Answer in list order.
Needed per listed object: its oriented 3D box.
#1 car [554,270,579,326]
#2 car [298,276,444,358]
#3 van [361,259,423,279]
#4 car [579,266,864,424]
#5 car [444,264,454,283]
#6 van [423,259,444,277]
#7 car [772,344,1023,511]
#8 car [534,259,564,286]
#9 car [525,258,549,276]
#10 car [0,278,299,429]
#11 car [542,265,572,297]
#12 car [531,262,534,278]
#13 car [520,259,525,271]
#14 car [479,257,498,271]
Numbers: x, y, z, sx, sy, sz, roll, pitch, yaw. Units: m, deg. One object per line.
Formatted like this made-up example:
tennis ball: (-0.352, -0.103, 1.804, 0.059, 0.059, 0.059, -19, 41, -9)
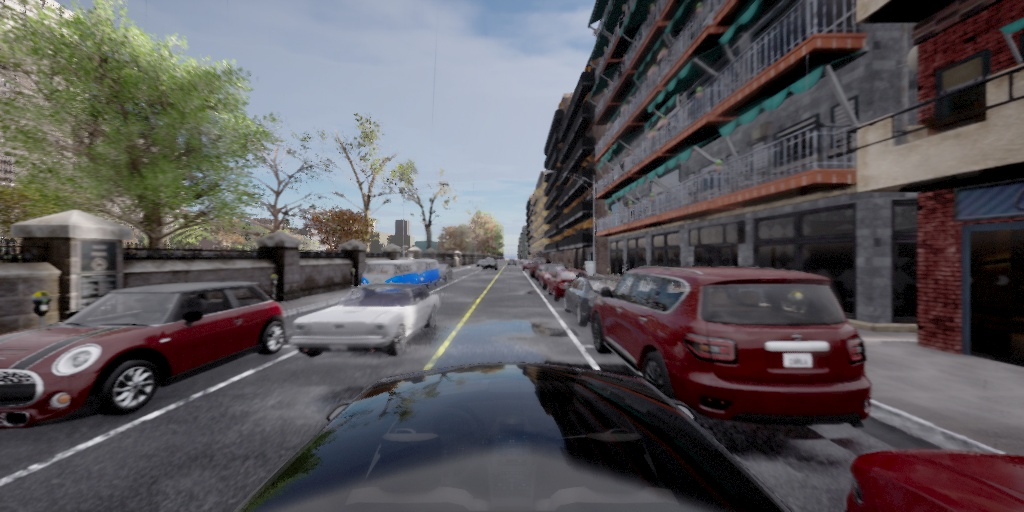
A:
car: (2.694, 1.301, 11.397, 2.007, 1.370, 4.403, 0, 0, 0)
car: (-3.098, 1.352, 8.630, 1.895, 1.301, 4.718, 0, 0, 0)
van: (-5.685, 1.095, 17.029, 1.690, 1.789, 3.998, 0, 0, 0)
car: (2.692, 1.065, 5.766, 2.192, 1.841, 5.009, 0, 0, 0)
car: (-5.681, 1.312, 28.288, 2.007, 1.370, 4.403, 0, 0, 0)
van: (-5.683, 1.098, 22.658, 1.690, 1.789, 3.998, 0, 0, 0)
car: (2.690, 1.295, 0.136, 1.888, 1.381, 4.507, 0, 0, 0)
car: (2.697, 1.197, 22.655, 1.967, 1.591, 4.097, 0, 0, 0)
car: (2.701, 1.083, 33.916, 2.192, 1.841, 5.009, 0, 0, 0)
car: (-5.688, 1.190, 5.769, 1.967, 1.591, 4.097, 0, 0, 0)
car: (2.695, 1.299, 17.026, 1.888, 1.381, 4.507, 0, 0, 0)
car: (2.699, 1.344, 28.287, 1.802, 1.307, 4.207, 0, 0, 0)
car: (2.366, 1.314, 49.627, 1.812, 1.442, 4.674, 0, 0, 0)
car: (-3.057, 1.143, 50.485, 2.097, 1.767, 4.553, 0, 0, 0)
